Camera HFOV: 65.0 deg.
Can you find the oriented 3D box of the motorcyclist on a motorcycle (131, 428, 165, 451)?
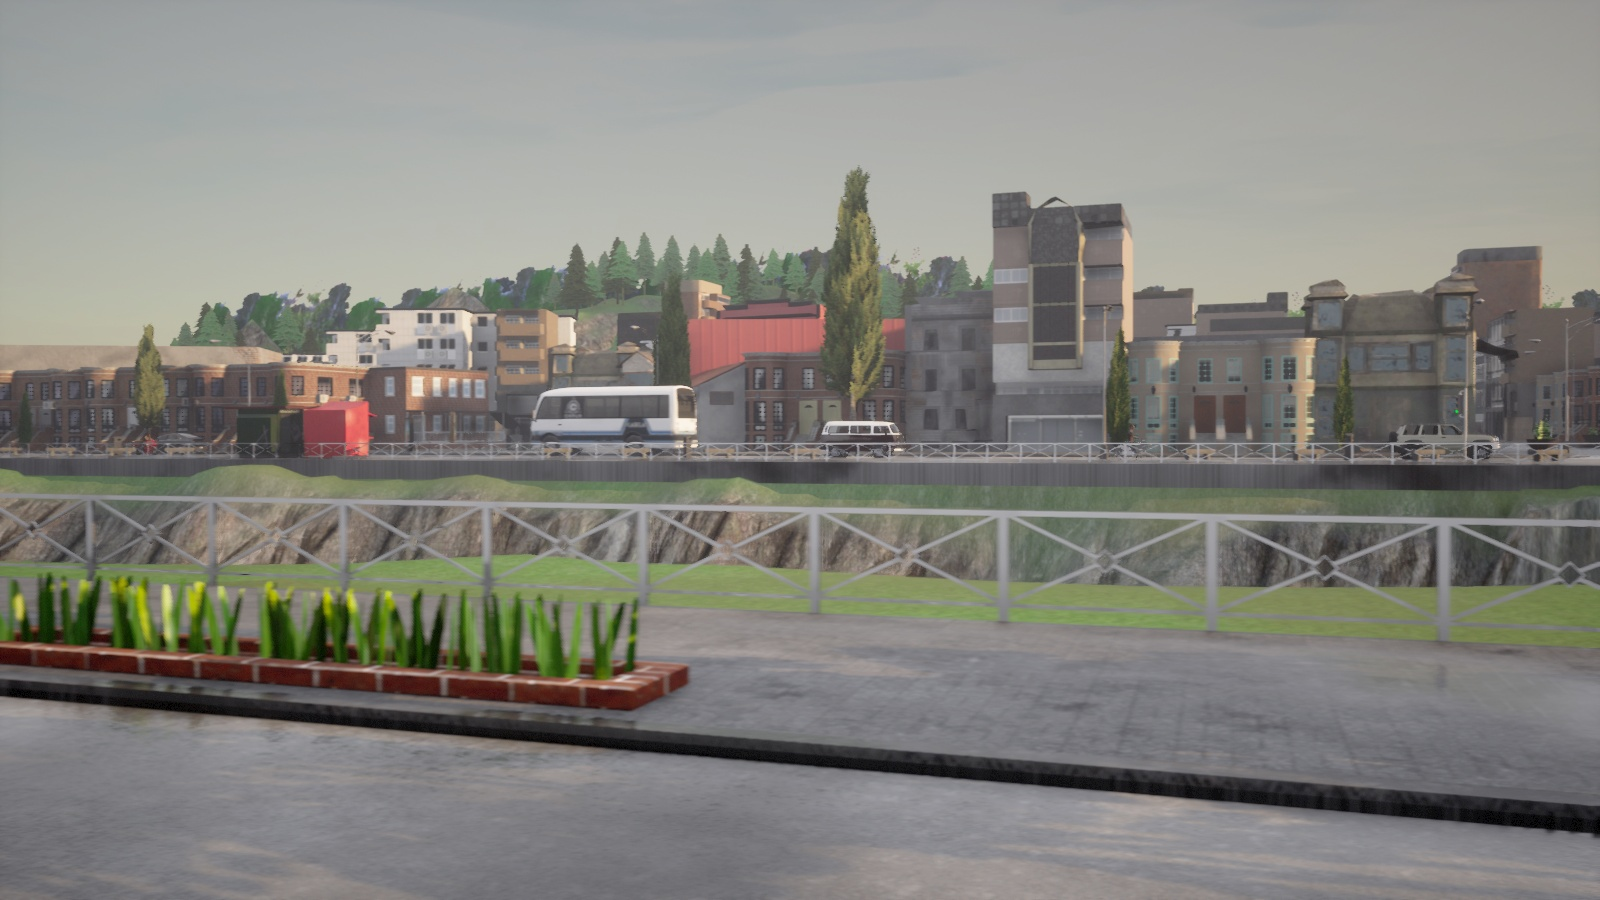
[{"bbox_3d":[-43.316,-0.690,83.389,2.044,1.523,0.797,1,1,19],"label":"motorcyclist on a motorcycle"}]

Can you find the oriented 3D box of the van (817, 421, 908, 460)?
[{"bbox_3d":[3.368,-0.521,67.694,4.480,2.038,2.069,1,1,19],"label":"van"}]

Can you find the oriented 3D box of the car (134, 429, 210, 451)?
[{"bbox_3d":[-43.945,-0.740,87.819,4.892,1.490,1.837,1,1,19],"label":"car"}]

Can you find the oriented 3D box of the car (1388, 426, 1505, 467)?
[{"bbox_3d":[30.126,-0.183,58.699,4.605,1.855,1.932,1,1,19],"label":"car"}]

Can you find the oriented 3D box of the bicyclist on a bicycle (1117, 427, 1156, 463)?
[{"bbox_3d":[16.915,-0.250,63.142,1.843,1.776,0.659,0,1,19],"label":"bicyclist on a bicycle"}]

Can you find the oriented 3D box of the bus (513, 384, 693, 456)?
[{"bbox_3d":[-12.071,-1.830,77.085,10.273,4.253,3.944,1,1,19],"label":"bus"}]
